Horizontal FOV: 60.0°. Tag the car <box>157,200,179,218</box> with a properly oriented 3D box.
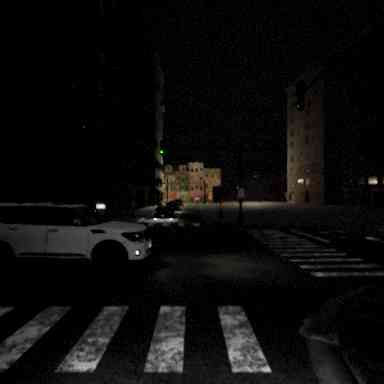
[{"bbox_3d":[-2.748,1.869,33.867,2.033,1.411,5.357,0,-1,0],"label":"car"}]

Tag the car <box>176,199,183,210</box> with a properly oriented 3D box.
[{"bbox_3d":[-2.715,1.985,48.867,1.837,1.490,4.892,0,0,0],"label":"car"}]

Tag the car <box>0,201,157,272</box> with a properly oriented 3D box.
[{"bbox_3d":[-4.125,1.334,10.657,5.566,2.045,2.150,0,-1,0],"label":"car"}]
